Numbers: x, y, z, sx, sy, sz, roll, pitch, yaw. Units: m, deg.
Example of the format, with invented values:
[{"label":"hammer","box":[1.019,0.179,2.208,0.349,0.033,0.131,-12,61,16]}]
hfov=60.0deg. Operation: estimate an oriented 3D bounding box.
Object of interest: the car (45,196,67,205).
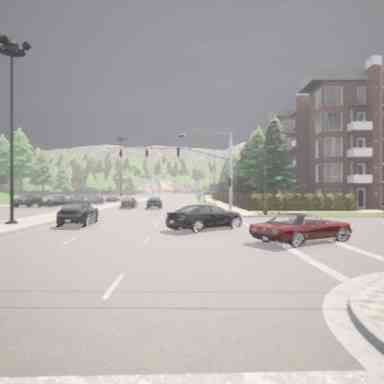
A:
[{"label":"car","box":[-23.729,1.437,58.133,1.837,1.490,4.892,0,0,0]}]

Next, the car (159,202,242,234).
[{"label":"car","box":[0.821,1.455,19.416,5.008,1.535,1.882,0,-1,-40]}]

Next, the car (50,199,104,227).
[{"label":"car","box":[-7.577,1.479,22.404,1.837,1.490,4.892,0,0,-3]}]

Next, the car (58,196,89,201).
[{"label":"car","box":[-16.644,1.546,46.968,1.895,1.301,4.718,0,0,0]}]

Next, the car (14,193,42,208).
[{"label":"car","box":[-23.648,1.165,48.410,2.150,2.045,5.566,0,0,0]}]

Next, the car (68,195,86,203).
[{"label":"car","box":[-23.774,1.443,68.900,2.128,1.511,4.902,0,0,0]}]

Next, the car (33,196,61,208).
[{"label":"car","box":[-20.144,1.546,47.284,1.895,1.301,4.718,0,0,0]}]

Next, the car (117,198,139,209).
[{"label":"car","box":[-8.458,1.473,44.968,1.812,1.442,4.674,0,0,-1]}]

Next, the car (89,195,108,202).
[{"label":"car","box":[-16.736,1.433,58.103,1.837,1.490,4.892,0,1,0]}]

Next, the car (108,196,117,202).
[{"label":"car","box":[-16.778,1.468,69.454,1.994,1.385,4.181,0,0,0]}]

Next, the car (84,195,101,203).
[{"label":"car","box":[-20.268,1.445,67.914,2.128,1.511,4.902,0,0,0]}]

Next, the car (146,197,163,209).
[{"label":"car","box":[-4.926,1.453,44.008,1.837,1.490,4.892,0,0,-1]}]

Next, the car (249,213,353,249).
[{"label":"car","box":[4.895,1.583,14.595,4.718,1.301,1.895,0,0,-31]}]
